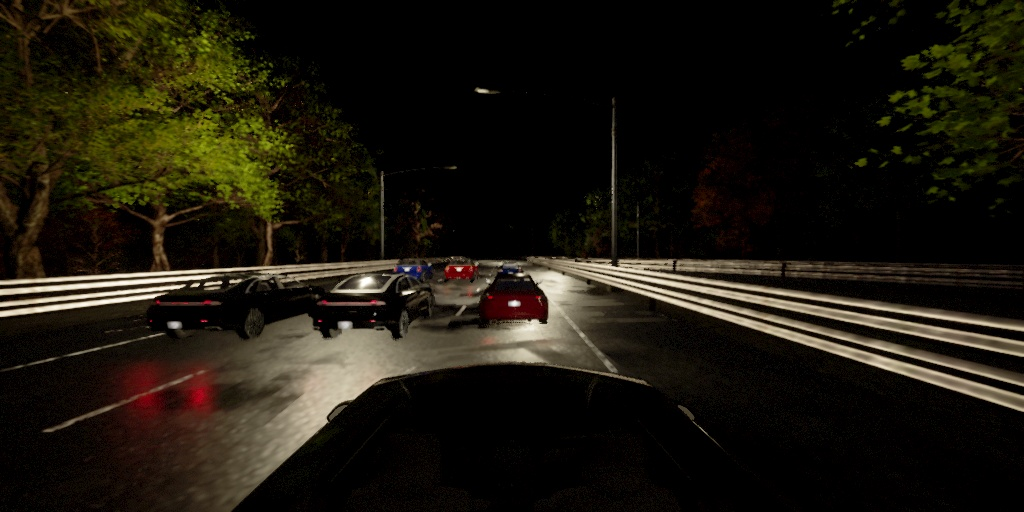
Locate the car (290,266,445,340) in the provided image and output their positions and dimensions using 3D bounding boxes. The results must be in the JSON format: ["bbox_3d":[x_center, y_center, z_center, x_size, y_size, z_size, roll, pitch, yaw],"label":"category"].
[{"bbox_3d":[-3.435,1.190,9.791,2.128,1.511,4.902,0,0,0],"label":"car"}]

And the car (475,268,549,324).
[{"bbox_3d":[0.055,1.249,11.709,1.994,1.385,4.181,0,0,0],"label":"car"}]

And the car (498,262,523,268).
[{"bbox_3d":[-0.127,1.159,27.257,1.994,1.385,4.181,0,0,-1],"label":"car"}]

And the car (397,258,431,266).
[{"bbox_3d":[-7.115,0.954,26.341,2.097,1.767,4.553,0,0,-1],"label":"car"}]

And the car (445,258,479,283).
[{"bbox_3d":[-3.615,0.953,26.373,2.097,1.767,4.553,0,0,-1],"label":"car"}]

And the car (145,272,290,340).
[{"bbox_3d":[-6.936,1.191,9.788,2.128,1.511,4.902,0,0,0],"label":"car"}]
